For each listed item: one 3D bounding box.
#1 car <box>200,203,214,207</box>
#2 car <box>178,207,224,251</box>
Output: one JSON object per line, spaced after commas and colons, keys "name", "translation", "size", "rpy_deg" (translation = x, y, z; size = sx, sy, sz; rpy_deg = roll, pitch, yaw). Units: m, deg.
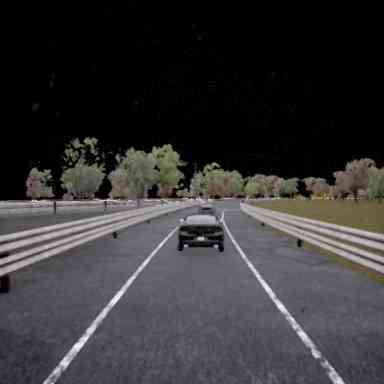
{"name": "car", "translation": [1.630, 1.990, 35.323], "size": [1.837, 1.490, 4.892], "rpy_deg": [0, -1, 5]}
{"name": "car", "translation": [0.435, 1.689, 15.301], "size": [1.882, 1.535, 5.008], "rpy_deg": [0, -1, 2]}
